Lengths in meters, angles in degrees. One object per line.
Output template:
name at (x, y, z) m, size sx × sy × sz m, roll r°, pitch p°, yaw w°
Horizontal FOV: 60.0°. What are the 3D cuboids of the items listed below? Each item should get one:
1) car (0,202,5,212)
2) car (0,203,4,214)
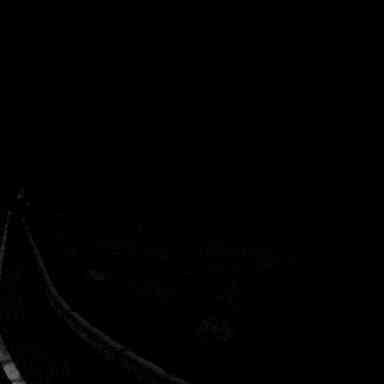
car at (-27.818, 2.167, 47.329) m, size 1.895 × 1.301 × 4.718 m, roll 1°, pitch -1°, yaw -28°
car at (-22.851, 1.768, 38.145) m, size 1.837 × 1.490 × 4.892 m, roll 1°, pitch -2°, yaw -28°
